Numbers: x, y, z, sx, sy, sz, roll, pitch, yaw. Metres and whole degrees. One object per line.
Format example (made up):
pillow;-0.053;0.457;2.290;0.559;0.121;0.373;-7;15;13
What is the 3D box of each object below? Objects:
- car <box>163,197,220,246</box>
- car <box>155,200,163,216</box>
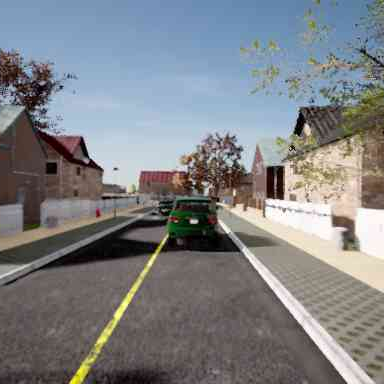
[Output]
car;0.102;1.239;15.511;2.150;2.045;5.566;0;0;0
car;-2.525;1.549;32.815;1.837;1.490;4.892;0;0;1
